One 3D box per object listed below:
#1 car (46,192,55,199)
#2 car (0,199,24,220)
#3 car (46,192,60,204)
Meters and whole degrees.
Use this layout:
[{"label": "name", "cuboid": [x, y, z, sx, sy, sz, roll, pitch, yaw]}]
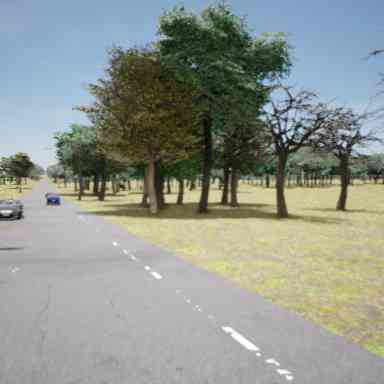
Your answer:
[{"label": "car", "cuboid": [-33.963, 0.736, 79.729, 1.882, 1.535, 5.008, 0, 1, -24]}, {"label": "car", "cuboid": [-14.467, 1.356, 26.435, 2.128, 1.511, 4.902, 0, 0, -24]}, {"label": "car", "cuboid": [-21.892, 1.129, 52.509, 1.882, 1.535, 5.008, 0, 1, -24]}]
